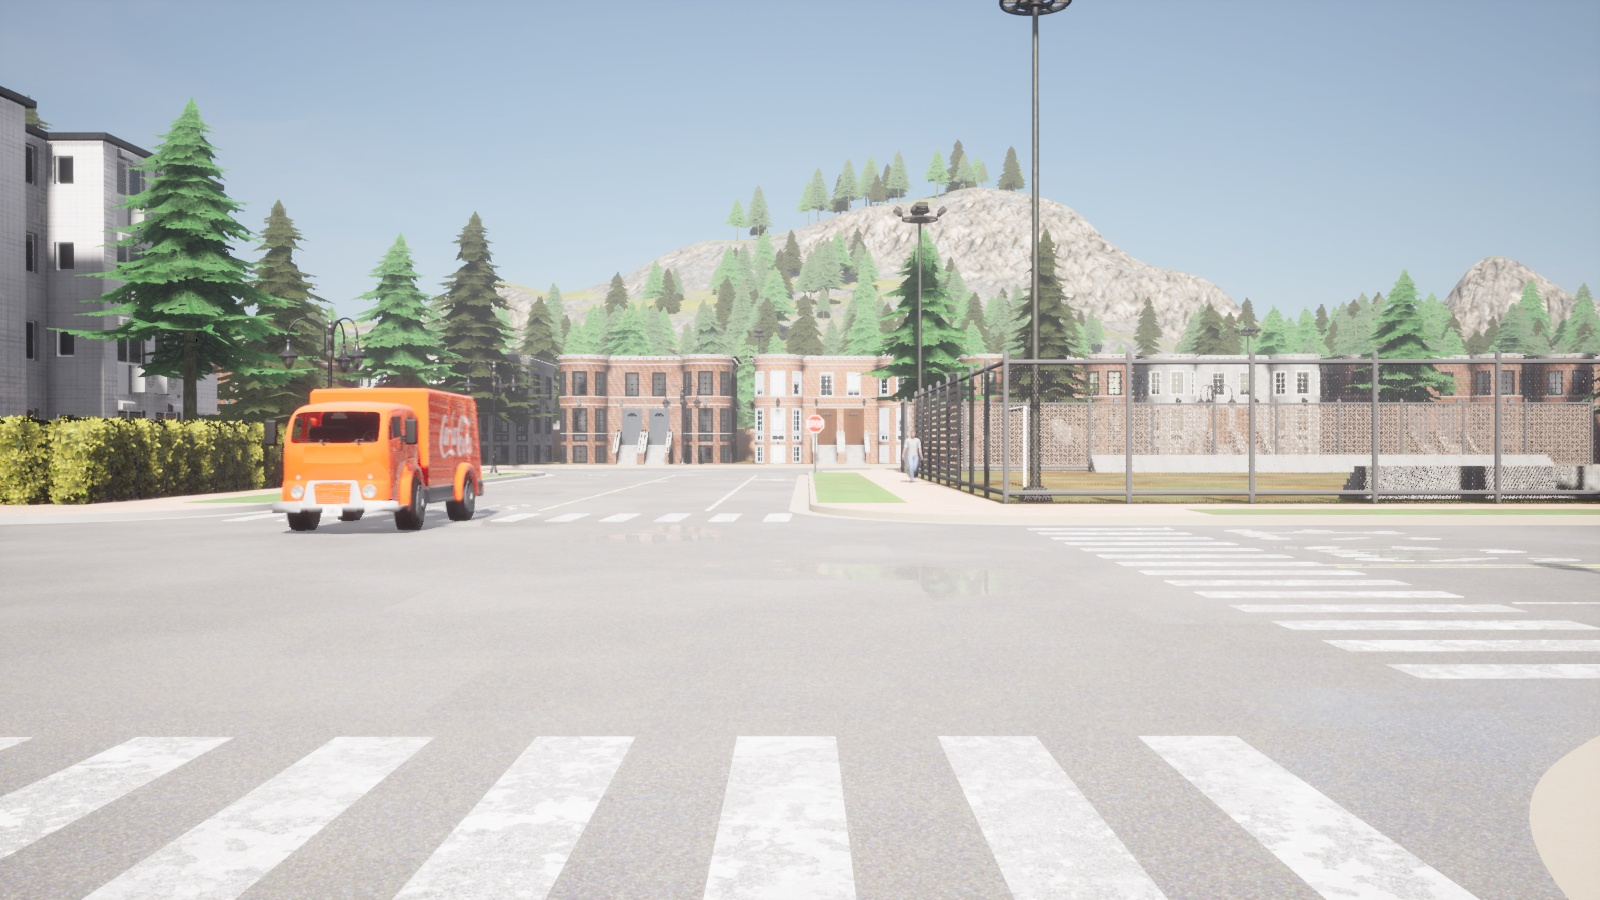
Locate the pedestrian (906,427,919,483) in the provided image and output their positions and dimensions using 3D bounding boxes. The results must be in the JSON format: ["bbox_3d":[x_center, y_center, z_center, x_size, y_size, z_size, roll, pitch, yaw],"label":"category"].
[{"bbox_3d":[3.716,0.164,41.442,0.354,1.836,0.706,0,0,0],"label":"pedestrian"}]

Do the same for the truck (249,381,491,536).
[{"bbox_3d":[-7.536,0.125,22.732,2.627,2.467,5.204,0,0,-1],"label":"truck"}]
